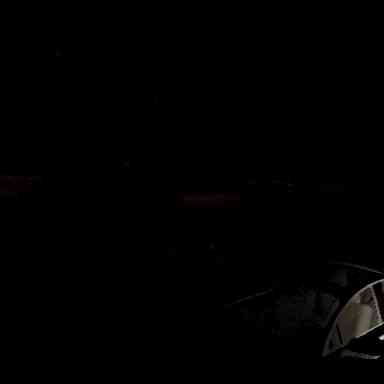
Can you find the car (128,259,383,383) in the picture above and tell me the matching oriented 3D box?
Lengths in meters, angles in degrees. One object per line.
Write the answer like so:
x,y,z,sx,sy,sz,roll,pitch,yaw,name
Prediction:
1.425,1.559,3.837,4.403,1.369,2.008,0,-1,-35,car
